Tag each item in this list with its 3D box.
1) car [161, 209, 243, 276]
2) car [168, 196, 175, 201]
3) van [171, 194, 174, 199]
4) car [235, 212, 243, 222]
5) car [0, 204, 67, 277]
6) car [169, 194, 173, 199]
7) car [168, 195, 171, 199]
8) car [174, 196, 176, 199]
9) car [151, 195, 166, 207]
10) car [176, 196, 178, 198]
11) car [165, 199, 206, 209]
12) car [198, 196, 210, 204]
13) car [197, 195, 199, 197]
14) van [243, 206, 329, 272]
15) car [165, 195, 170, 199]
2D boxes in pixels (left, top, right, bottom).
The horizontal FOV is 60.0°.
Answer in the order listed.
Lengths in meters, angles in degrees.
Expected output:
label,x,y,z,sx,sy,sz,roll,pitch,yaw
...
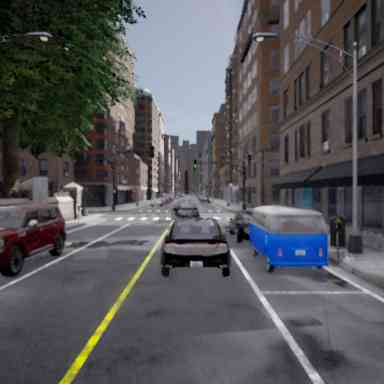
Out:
label,x,y,z,sx,sy,sz,roll,pitch,yaw
car,0.103,1.526,10.451,2.128,1.511,4.902,0,0,0
car,-5.655,1.795,92.247,1.752,1.417,4.829,0,0,0
van,-5.658,1.553,76.065,1.690,1.788,3.998,0,0,0
car,2.859,1.615,16.272,1.947,1.339,4.313,0,0,0
car,-5.667,1.348,10.574,2.192,1.841,5.009,0,0,0
car,-5.658,1.739,70.614,1.887,1.381,4.507,0,0,0
car,-5.659,1.721,65.163,1.887,1.381,4.507,0,0,0
car,-5.656,1.782,81.515,2.008,1.369,4.403,0,0,0
car,-5.660,1.670,54.092,1.752,1.417,4.829,0,0,0
car,-5.656,1.565,86.967,2.192,1.841,5.009,0,0,0
car,-0.654,1.568,26.826,2.128,1.511,4.902,0,0,-10
car,2.866,1.634,70.649,1.967,1.590,4.097,0,0,0
car,2.869,1.782,81.546,2.008,1.369,4.403,0,0,0
van,2.857,1.374,10.612,1.690,1.788,3.998,0,0,0
car,-5.659,1.711,59.712,2.008,1.369,4.403,0,0,0
